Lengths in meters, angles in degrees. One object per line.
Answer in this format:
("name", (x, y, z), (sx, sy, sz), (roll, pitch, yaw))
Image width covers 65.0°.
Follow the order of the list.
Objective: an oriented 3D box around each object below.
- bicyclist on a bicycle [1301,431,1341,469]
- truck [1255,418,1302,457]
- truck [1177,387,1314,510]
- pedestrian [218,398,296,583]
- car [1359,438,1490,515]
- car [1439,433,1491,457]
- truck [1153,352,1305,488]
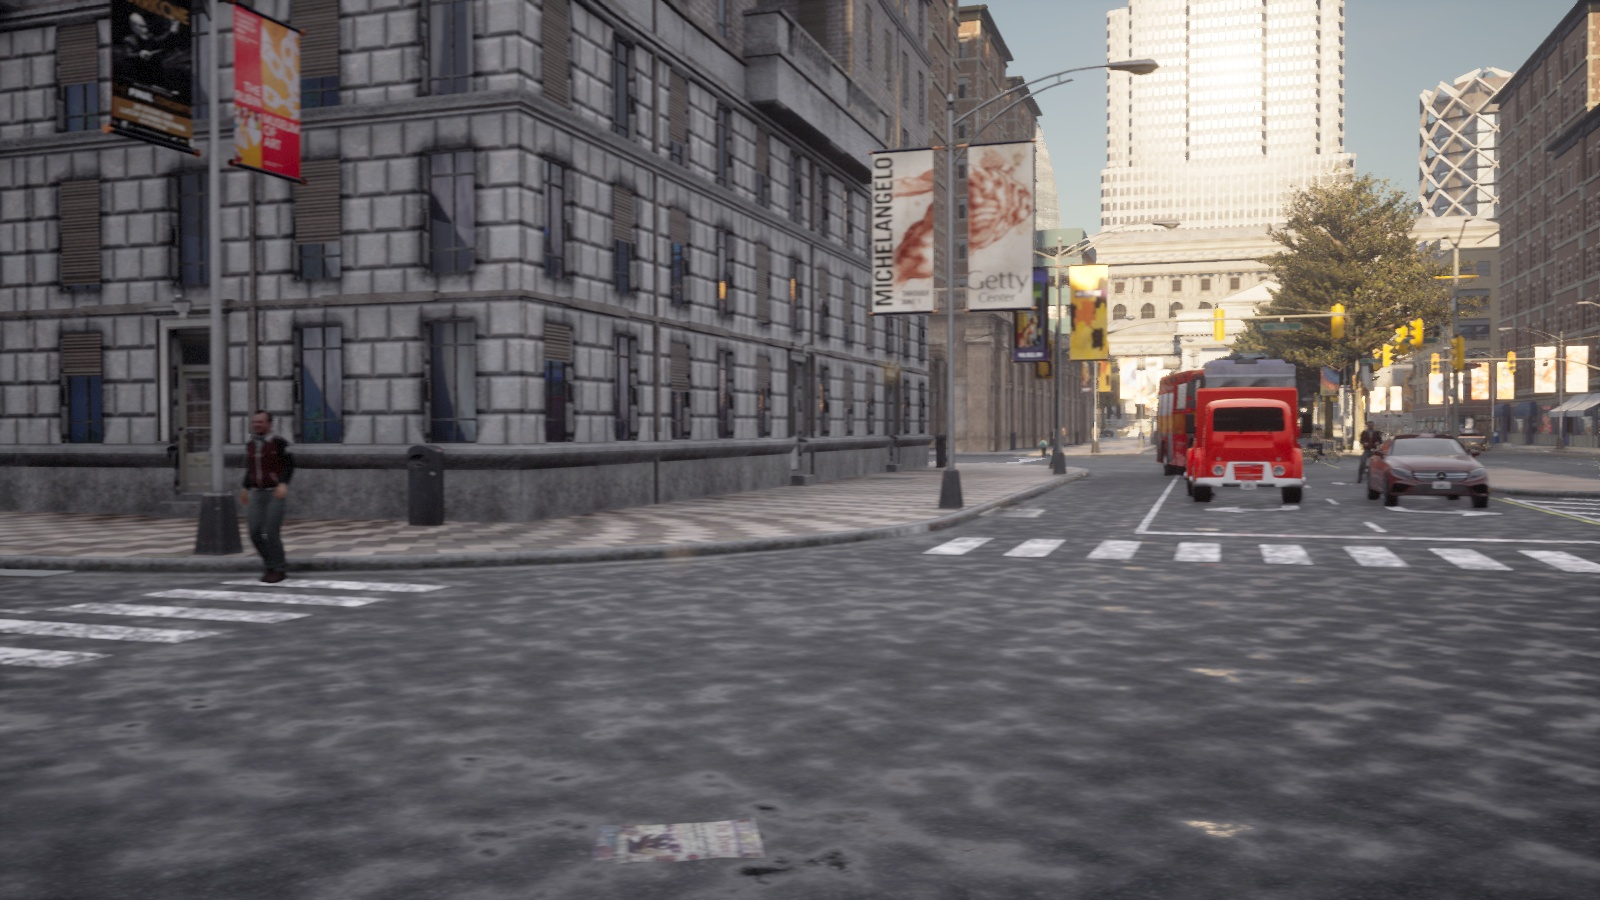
("bicyclist on a bicycle", (22.144, -0.009, 53.409), (1.509, 1.612, 0.866), (1, 1, 18))
("truck", (31.261, -0.859, 82.207), (2.627, 2.467, 5.204), (1, 1, 18))
("truck", (9.869, -0.073, 28.081), (2.627, 2.467, 5.204), (1, 1, 18))
("pedestrian", (-5.607, 0.404, 12.984), (0.376, 1.854, 0.720), (0, 1, 14))
("car", (13.000, 0.478, 26.411), (1.812, 1.442, 4.674), (1, 1, 18))
("car", (43.146, -0.361, 81.562), (2.128, 1.511, 4.902), (1, 1, 18))
("truck", (13.300, -0.924, 39.686), (2.891, 3.827, 8.468), (0, 1, 7))
